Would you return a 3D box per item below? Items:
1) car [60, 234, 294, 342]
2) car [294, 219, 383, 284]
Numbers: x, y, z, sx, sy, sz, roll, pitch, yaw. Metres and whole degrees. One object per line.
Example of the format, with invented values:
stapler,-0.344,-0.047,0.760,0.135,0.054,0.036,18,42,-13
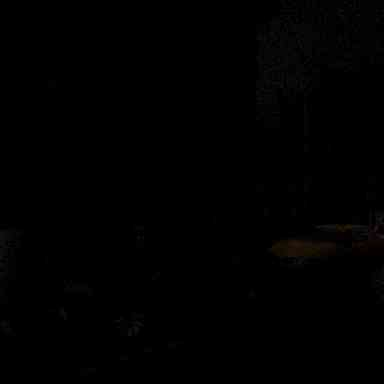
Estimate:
car,-0.242,1.566,6.496,4.313,1.339,1.947,0,0,-36
car,4.030,1.526,9.577,4.829,1.417,1.752,0,0,-36
